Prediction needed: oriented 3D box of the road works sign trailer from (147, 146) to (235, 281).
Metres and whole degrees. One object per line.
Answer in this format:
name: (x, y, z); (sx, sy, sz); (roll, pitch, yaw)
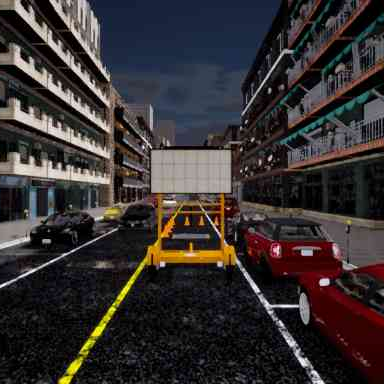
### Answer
road works sign trailer: (-0.025, 0.464, 9.789); (2.380, 3.560, 2.880); (0, 0, 0)

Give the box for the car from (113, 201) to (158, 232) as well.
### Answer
car: (-3.154, 1.503, 20.057); (1.837, 1.490, 4.892); (0, 0, 0)

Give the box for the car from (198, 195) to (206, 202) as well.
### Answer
car: (2.480, 1.502, 77.471); (1.752, 1.417, 4.829); (0, 0, 0)

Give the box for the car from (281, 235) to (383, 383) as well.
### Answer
car: (2.682, 1.545, 4.028); (1.887, 1.381, 4.507); (0, 0, 0)

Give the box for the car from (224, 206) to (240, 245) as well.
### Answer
car: (2.651, 1.550, 15.300); (2.008, 1.369, 4.403); (0, 0, 0)

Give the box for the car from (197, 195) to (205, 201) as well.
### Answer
car: (2.449, 1.516, 88.573); (1.887, 1.381, 4.507); (0, 0, 0)

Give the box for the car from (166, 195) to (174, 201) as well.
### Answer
car: (-5.931, 1.516, 88.555); (1.887, 1.381, 4.507); (0, 0, 0)

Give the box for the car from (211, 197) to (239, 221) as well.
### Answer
car: (2.621, 1.312, 26.573); (2.192, 1.841, 5.009); (0, 0, 0)

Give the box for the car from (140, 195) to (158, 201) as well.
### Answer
car: (-5.807, 1.432, 43.464); (1.967, 1.590, 4.097); (0, 0, 0)

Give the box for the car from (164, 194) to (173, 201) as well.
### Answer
car: (-5.915, 1.414, 82.917); (1.967, 1.590, 4.097); (0, 0, 0)

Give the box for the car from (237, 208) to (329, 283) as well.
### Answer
car: (2.667, 1.440, 9.664); (1.967, 1.590, 4.097); (0, 0, 0)

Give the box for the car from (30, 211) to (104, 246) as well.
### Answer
car: (-5.730, 1.565, 15.280); (1.947, 1.339, 4.313); (0, 0, 0)

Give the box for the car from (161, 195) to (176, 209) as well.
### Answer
car: (-3.124, 1.517, 45.387); (1.812, 1.442, 4.674); (0, 0, 0)

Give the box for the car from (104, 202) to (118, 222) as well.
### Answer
car: (-5.760, 1.523, 26.383); (1.752, 1.417, 4.829); (0, 0, 0)

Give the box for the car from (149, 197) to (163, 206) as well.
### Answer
car: (-5.839, 1.570, 54.736); (1.802, 1.307, 4.206); (0, 0, 0)
